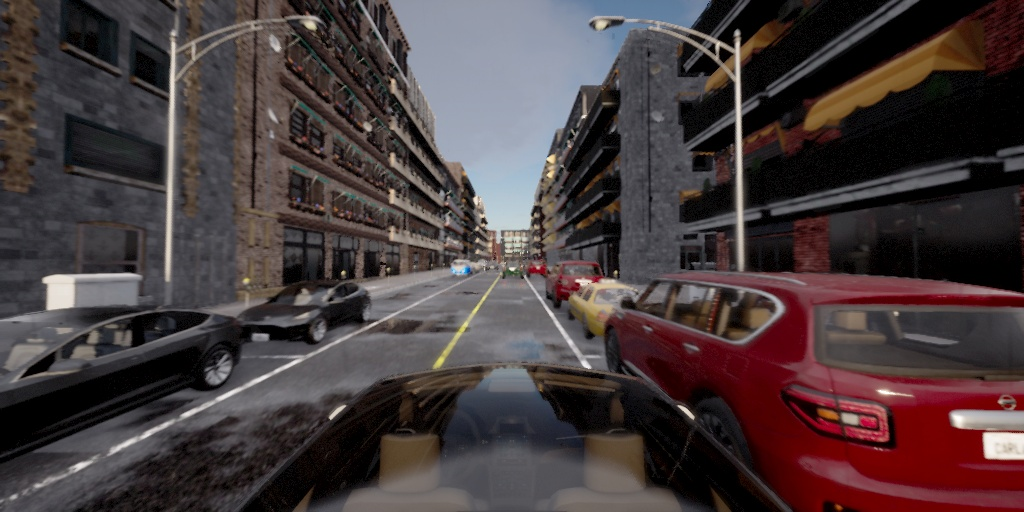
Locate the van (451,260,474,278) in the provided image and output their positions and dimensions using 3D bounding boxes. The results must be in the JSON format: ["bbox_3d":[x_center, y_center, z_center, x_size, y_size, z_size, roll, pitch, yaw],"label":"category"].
[{"bbox_3d":[-5.322,1.305,37.562,1.690,1.789,3.998,0,0,0],"label":"van"}]

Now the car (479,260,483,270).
[{"bbox_3d":[-5.324,1.590,48.518,1.751,1.417,4.829,0,0,0],"label":"car"}]

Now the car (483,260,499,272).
[{"bbox_3d":[-2.761,1.395,51.225,1.837,1.490,4.892,0,-1,0],"label":"car"}]

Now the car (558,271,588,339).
[{"bbox_3d":[2.566,1.314,9.974,1.751,1.417,4.829,0,0,0],"label":"car"}]

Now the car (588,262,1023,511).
[{"bbox_3d":[2.567,1.079,4.244,2.192,1.841,5.009,0,0,0],"label":"car"}]

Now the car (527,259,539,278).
[{"bbox_3d":[2.559,1.277,37.599,2.192,1.841,5.009,0,0,0],"label":"car"}]

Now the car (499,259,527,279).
[{"bbox_3d":[0.088,1.299,35.590,2.097,1.767,4.553,0,-1,0],"label":"car"}]

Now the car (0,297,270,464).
[{"bbox_3d":[-5.314,1.332,4.197,1.948,1.339,4.313,0,0,0],"label":"car"}]

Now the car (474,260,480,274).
[{"bbox_3d":[-5.323,1.564,43.126,2.007,1.370,4.403,0,0,0],"label":"car"}]

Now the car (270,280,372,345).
[{"bbox_3d":[-5.316,1.356,9.759,1.948,1.339,4.313,0,0,0],"label":"car"}]

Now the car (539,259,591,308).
[{"bbox_3d":[2.564,1.129,15.368,2.192,1.841,5.009,0,0,0],"label":"car"}]
